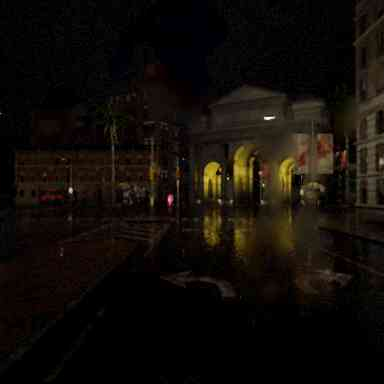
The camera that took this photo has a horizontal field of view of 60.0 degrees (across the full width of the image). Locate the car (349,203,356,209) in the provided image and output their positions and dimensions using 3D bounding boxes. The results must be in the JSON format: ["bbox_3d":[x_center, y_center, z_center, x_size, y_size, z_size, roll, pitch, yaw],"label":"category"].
[{"bbox_3d":[26.717,1.864,50.300,5.357,1.411,2.033,0,0,1],"label":"car"}]
